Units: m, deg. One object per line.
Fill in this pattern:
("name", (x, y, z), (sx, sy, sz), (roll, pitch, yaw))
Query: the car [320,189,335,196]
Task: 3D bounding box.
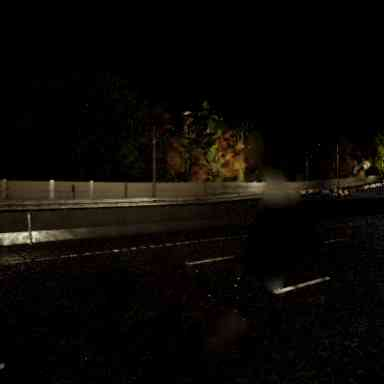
("car", (32.887, 0.209, 81.602), (2.033, 1.411, 5.357), (0, 2, 32))
